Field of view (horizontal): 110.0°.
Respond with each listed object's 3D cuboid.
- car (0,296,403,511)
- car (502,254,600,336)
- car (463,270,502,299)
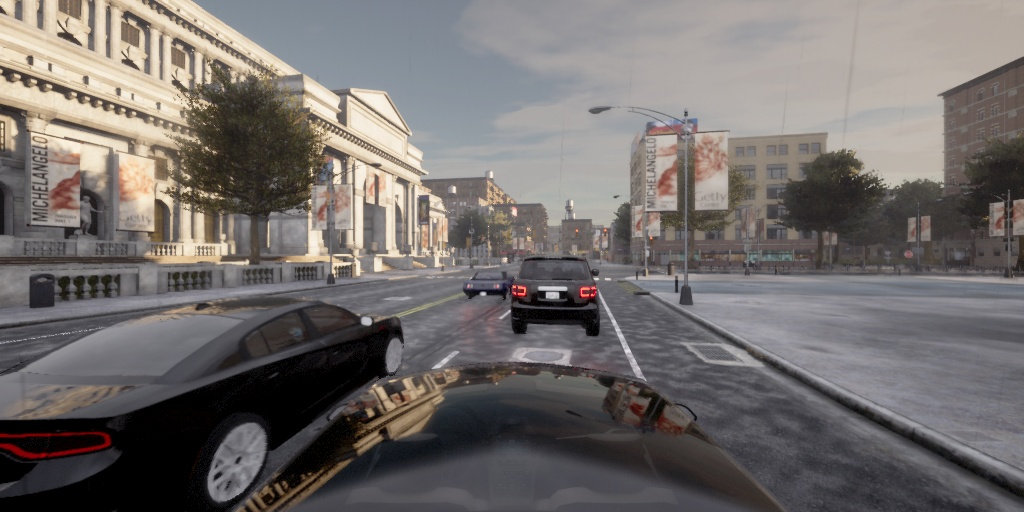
[{"bbox_3d":[-2.993,1.228,4.379,1.882,1.535,5.008,0,0,5],"label":"car"},{"bbox_3d":[1.382,0.971,10.644,2.150,2.045,5.566,0,0,10],"label":"car"},{"bbox_3d":[-0.826,1.351,17.776,1.895,1.301,4.718,0,0,11],"label":"car"}]
